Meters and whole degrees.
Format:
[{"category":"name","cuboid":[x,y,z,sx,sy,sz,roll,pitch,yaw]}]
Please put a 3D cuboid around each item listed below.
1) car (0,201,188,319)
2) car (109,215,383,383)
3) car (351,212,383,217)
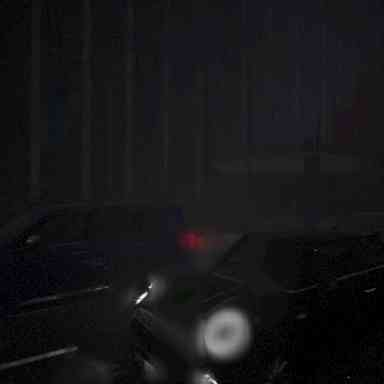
[{"category":"car","cuboid":[-2.443,1.232,6.549,5.566,2.045,2.150,0,0,-36]},{"category":"car","cuboid":[1.378,1.381,4.971,4.553,1.767,2.097,0,0,-35]},{"category":"car","cuboid":[7.027,1.606,13.287,4.892,1.490,1.837,1,-1,-35]}]
